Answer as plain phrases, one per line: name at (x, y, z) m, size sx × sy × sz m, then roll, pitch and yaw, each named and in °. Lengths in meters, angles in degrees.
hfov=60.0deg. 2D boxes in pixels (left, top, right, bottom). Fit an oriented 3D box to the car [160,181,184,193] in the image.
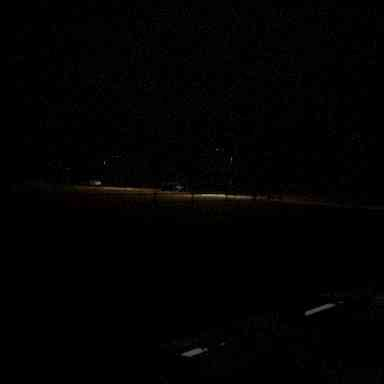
car at (-3.658, -0.990, 60.595) m, size 2.150 × 2.045 × 5.566 m, roll 1°, pitch 2°, yaw -36°
